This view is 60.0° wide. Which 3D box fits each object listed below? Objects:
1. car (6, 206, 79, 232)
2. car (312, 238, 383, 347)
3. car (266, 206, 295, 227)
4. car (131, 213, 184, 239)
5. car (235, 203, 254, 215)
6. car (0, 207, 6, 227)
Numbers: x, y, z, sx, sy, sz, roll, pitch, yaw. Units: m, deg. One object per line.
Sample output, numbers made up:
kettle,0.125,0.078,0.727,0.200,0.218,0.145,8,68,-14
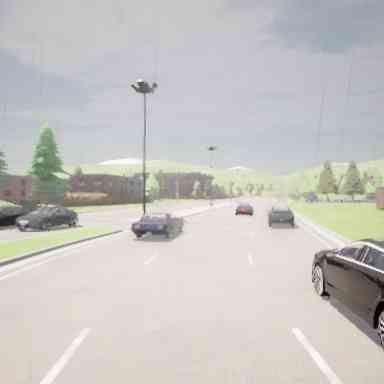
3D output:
car,-9.636,1.761,22.504,2.128,1.511,4.902,0,-1,14
car,3.669,1.561,5.924,2.128,1.511,4.902,0,-1,2
car,6.728,1.786,25.384,2.128,1.511,4.902,0,-1,12
car,-1.760,1.825,18.945,1.895,1.301,4.718,0,-1,11
car,6.310,2.027,39.716,1.994,1.385,4.181,0,-1,13
car,-13.155,1.753,22.863,1.882,1.535,5.008,0,-1,14
